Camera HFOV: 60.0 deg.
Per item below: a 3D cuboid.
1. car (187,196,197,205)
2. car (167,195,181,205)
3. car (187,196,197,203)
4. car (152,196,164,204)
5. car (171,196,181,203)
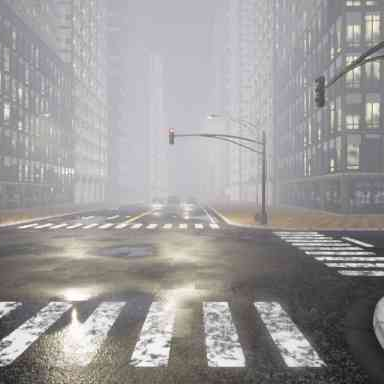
[{"bbox_3d":[-0.018,1.703,60.577,1.895,1.301,4.718,0,0,0],"label":"car"},{"bbox_3d":[-3.268,1.453,60.101,2.097,1.767,4.553,0,0,0],"label":"car"},{"bbox_3d":[-0.021,1.541,70.549,1.994,1.385,4.181,0,0,0],"label":"car"},{"bbox_3d":[-6.519,1.608,64.298,2.128,1.511,4.902,0,0,0],"label":"car"},{"bbox_3d":[-3.271,1.565,70.162,1.895,1.301,4.718,0,0,0],"label":"car"}]
